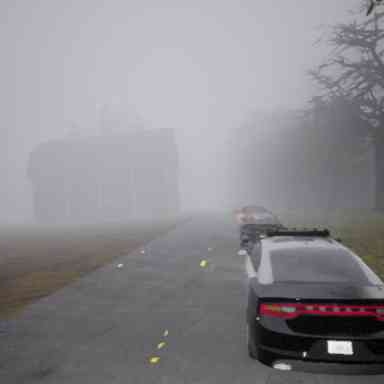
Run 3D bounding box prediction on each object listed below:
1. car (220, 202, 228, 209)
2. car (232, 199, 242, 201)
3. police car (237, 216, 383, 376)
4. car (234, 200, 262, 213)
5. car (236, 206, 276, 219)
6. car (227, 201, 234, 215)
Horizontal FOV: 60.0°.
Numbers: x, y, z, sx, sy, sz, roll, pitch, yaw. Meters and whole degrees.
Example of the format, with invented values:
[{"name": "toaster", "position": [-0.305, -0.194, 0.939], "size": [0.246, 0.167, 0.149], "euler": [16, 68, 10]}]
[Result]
[{"name": "car", "position": [7.523, 3.066, 75.798], "size": [1.994, 1.385, 4.181], "euler": [-1, -2, 8]}, {"name": "car", "position": [8.150, 2.231, 59.650], "size": [2.150, 2.045, 5.566], "euler": [-1, -2, 8]}, {"name": "police car", "position": [1.902, 1.472, 6.093], "size": [1.930, 1.638, 5.238], "euler": [-1, -1, 8]}, {"name": "car", "position": [3.979, 1.627, 21.821], "size": [2.097, 1.767, 4.553], "euler": [-1, -1, 8]}, {"name": "car", "position": [3.199, 1.658, 15.899], "size": [1.882, 1.535, 5.008], "euler": [-1, -1, 8]}, {"name": "car", "position": [6.014, 2.222, 43.238], "size": [2.033, 1.411, 5.357], "euler": [-1, -1, 8]}]
